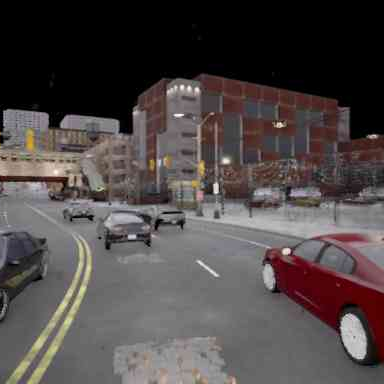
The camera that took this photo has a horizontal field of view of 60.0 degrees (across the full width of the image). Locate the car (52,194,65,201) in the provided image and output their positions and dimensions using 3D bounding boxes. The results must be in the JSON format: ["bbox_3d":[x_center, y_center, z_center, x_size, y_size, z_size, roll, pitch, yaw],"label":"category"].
[{"bbox_3d":[-34.602,1.755,87.003,1.895,1.301,4.718,0,0,-29],"label":"car"}]

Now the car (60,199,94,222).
[{"bbox_3d":[-9.363,1.589,27.281,2.033,1.411,5.357,0,0,-28],"label":"car"}]

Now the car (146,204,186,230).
[{"bbox_3d":[-2.011,1.492,20.622,2.128,1.511,4.902,0,0,-25],"label":"car"}]

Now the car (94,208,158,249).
[{"bbox_3d":[-3.076,1.537,14.679,1.812,1.442,4.674,0,0,-21],"label":"car"}]

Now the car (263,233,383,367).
[{"bbox_3d":[2.826,1.458,5.857,1.882,1.535,5.008,0,0,-8],"label":"car"}]

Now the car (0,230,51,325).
[{"bbox_3d":[-4.438,1.570,7.103,2.033,1.411,5.357,0,0,-11],"label":"car"}]
